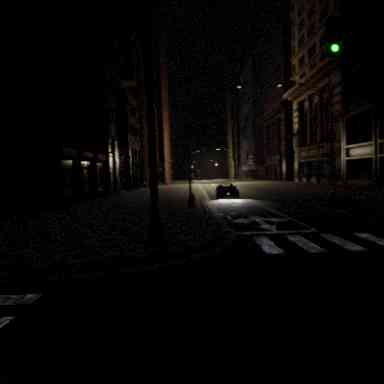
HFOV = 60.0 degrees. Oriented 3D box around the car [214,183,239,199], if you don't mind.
[{"bbox_3d":[3.072,-0.133,30.091,1.994,1.385,4.181,-2,3,0],"label":"car"}]
